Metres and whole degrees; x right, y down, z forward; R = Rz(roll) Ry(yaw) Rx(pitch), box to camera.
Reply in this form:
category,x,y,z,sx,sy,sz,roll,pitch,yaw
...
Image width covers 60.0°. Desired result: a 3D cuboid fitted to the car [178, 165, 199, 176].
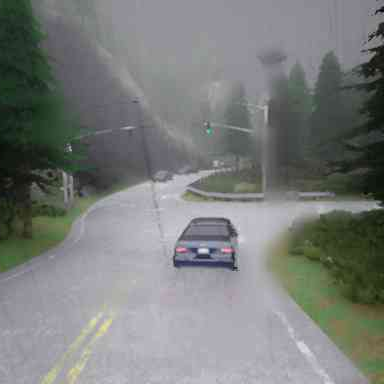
category,x,y,z,sx,sy,sz,roll,pitch,yaw
car,-0.603,-3.591,54.214,2.128,1.511,4.902,3,10,32

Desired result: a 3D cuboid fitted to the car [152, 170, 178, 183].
category,x,y,z,sx,sy,sz,roll,pitch,yaw
car,-3.946,-2.166,45.351,1.837,1.490,4.892,1,9,15

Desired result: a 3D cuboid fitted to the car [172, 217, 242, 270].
category,x,y,z,sx,sy,sz,roll,pitch,yaw
car,0.644,1.548,11.127,2.033,1.411,5.357,0,1,8

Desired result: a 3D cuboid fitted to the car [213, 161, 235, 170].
category,x,y,z,sx,sy,sz,roll,pitch,yaw
car,5.995,-4.978,62.176,4.892,1.490,1.837,-10,10,-41
